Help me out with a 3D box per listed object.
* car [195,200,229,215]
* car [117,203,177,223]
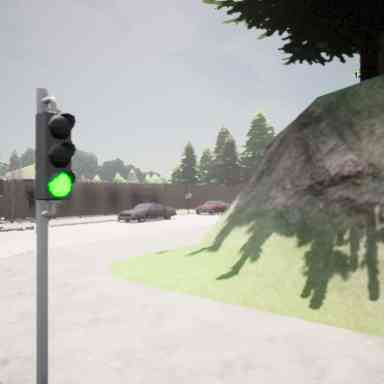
[{"bbox_3d":[2.199,1.563,34.260,1.812,1.442,4.674,0,0,35],"label":"car"},{"bbox_3d":[-3.411,1.585,26.403,2.033,1.411,5.357,0,0,36],"label":"car"}]
